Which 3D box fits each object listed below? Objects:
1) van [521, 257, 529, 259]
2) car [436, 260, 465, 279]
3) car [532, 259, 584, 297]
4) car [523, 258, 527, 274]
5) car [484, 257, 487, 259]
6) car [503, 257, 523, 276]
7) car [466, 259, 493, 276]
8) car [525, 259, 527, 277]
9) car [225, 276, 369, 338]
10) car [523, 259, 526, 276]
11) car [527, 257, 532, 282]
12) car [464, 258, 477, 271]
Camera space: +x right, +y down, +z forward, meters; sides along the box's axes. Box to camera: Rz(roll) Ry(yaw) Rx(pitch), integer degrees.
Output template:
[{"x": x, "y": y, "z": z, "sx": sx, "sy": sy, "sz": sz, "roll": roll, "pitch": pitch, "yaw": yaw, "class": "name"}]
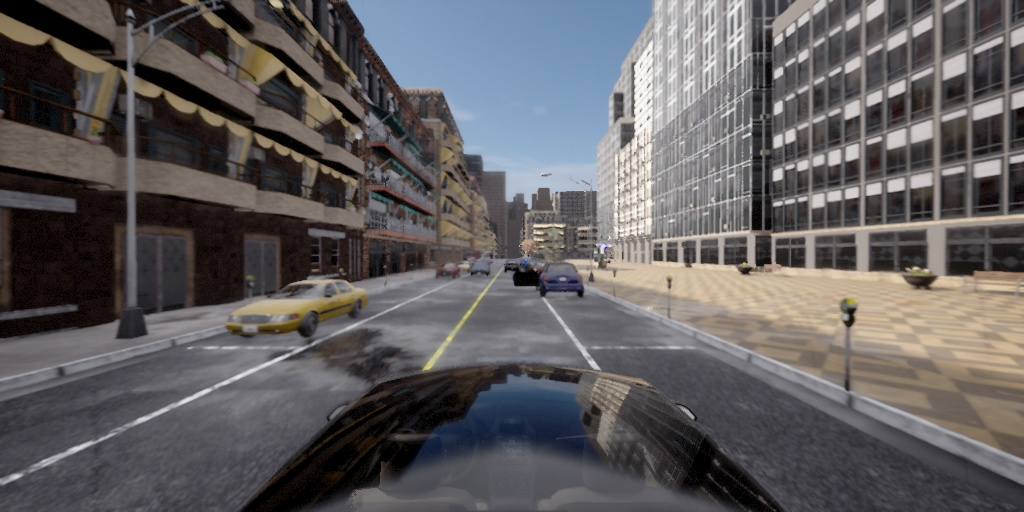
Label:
[{"x": 2.655, "y": 1.076, "z": 60.133, "sx": 1.690, "sy": 1.789, "sz": 3.998, "roll": 0, "pitch": 0, "yaw": 0, "class": "van"}, {"x": -5.710, "y": 1.278, "z": 32.496, "sx": 1.888, "sy": 1.381, "sz": 4.507, "roll": 0, "pitch": 0, "yaw": 0, "class": "car"}, {"x": 2.378, "y": 1.089, "z": 18.887, "sx": 2.097, "sy": 1.767, "sz": 4.553, "roll": 0, "pitch": 0, "yaw": 0, "class": "car"}, {"x": 2.660, "y": 1.315, "z": 49.080, "sx": 1.802, "sy": 1.307, "sz": 4.207, "roll": 0, "pitch": 0, "yaw": 0, "class": "car"}, {"x": -5.726, "y": 1.286, "z": 60.129, "sx": 2.007, "sy": 1.370, "sz": 4.403, "roll": 0, "pitch": 0, "yaw": 0, "class": "car"}, {"x": 0.018, "y": 1.236, "z": 42.939, "sx": 1.837, "sy": 1.490, "sz": 4.892, "roll": 0, "pitch": 0, "yaw": 1, "class": "car"}, {"x": -3.116, "y": 1.280, "z": 36.618, "sx": 2.033, "sy": 1.411, "sz": 5.357, "roll": 0, "pitch": 0, "yaw": 0, "class": "car"}, {"x": 2.667, "y": 1.258, "z": 38.197, "sx": 1.751, "sy": 1.417, "sz": 4.829, "roll": 0, "pitch": 0, "yaw": 0, "class": "car"}, {"x": -5.697, "y": 1.268, "z": 10.220, "sx": 1.751, "sy": 1.417, "sz": 4.829, "roll": 0, "pitch": 0, "yaw": 0, "class": "car"}, {"x": 2.664, "y": 1.314, "z": 43.554, "sx": 1.802, "sy": 1.307, "sz": 4.207, "roll": 0, "pitch": 0, "yaw": 0, "class": "car"}, {"x": 2.670, "y": 1.172, "z": 32.500, "sx": 1.967, "sy": 1.591, "sz": 4.097, "roll": 0, "pitch": 0, "yaw": 0, "class": "car"}, {"x": -5.717, "y": 1.258, "z": 43.380, "sx": 1.751, "sy": 1.417, "sz": 4.829, "roll": 0, "pitch": 0, "yaw": 0, "class": "car"}]
